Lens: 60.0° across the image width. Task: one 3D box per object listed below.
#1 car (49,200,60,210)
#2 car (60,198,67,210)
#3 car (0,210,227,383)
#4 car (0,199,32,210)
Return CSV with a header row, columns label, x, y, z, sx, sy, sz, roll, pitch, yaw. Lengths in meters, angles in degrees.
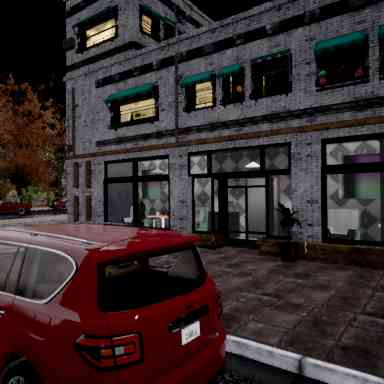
label,x,y,z,sx,sy,sz,roll,pitch,yaw
car,-14.820,1.374,39.808,1.994,1.385,4.181,-1,0,37
car,-12.095,1.117,38.030,2.097,1.767,4.553,-1,0,37
car,-1.951,1.316,4.303,5.009,1.841,2.192,0,-1,36
car,-17.559,1.459,30.743,1.895,1.301,4.718,-1,0,37
